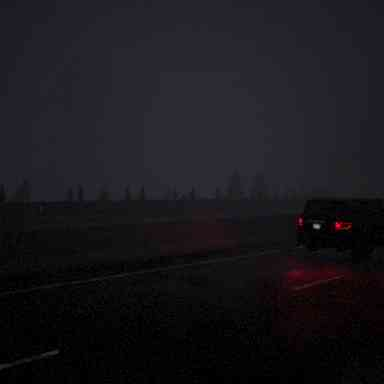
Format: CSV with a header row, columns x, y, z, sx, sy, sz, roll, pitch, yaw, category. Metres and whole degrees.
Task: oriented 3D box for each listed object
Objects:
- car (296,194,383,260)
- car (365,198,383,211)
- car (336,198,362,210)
x,y,z,sx,sy,sz,roll,pitch,yaw,category
6.341,1.220,12.613,5.566,2.045,2.150,0,0,-35,car
23.222,1.535,41.090,2.033,1.411,5.357,0,0,41,car
20.475,1.494,43.345,1.837,1.490,4.892,0,0,40,car
